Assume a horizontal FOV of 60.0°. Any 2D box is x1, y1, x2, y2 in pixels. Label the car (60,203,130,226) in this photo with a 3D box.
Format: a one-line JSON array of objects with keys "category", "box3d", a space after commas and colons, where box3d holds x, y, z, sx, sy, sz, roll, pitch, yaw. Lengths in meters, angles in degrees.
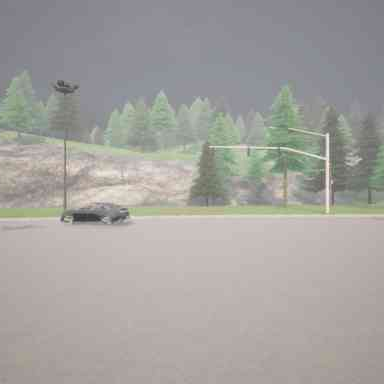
[{"category": "car", "box3d": [-6.737, 1.492, 23.083, 4.902, 1.511, 2.128, 0, 0, 13]}]
